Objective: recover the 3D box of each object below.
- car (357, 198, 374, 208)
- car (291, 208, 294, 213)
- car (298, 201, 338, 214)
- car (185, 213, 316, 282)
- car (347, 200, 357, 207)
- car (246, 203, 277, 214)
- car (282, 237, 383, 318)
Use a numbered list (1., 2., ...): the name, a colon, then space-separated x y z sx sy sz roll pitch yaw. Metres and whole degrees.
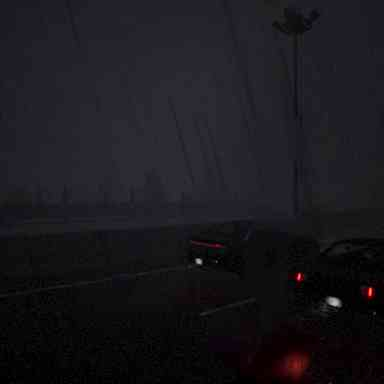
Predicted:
1. car: 34.503 2.132 65.408 2.150 2.045 5.566 0 -1 33
2. car: 13.100 2.064 39.017 1.994 1.385 4.181 0 -1 33
3. car: 11.791 1.873 31.062 1.882 1.535 5.008 0 -1 36
4. car: 2.031 1.599 10.132 4.902 1.511 2.128 1 -1 -40
5. car: 35.843 2.457 73.911 2.128 1.511 4.902 0 -1 33
6. car: 7.958 2.007 37.660 2.033 1.411 5.357 0 -1 35
7. car: 4.239 1.695 7.381 4.718 1.301 1.895 1 -1 -40
